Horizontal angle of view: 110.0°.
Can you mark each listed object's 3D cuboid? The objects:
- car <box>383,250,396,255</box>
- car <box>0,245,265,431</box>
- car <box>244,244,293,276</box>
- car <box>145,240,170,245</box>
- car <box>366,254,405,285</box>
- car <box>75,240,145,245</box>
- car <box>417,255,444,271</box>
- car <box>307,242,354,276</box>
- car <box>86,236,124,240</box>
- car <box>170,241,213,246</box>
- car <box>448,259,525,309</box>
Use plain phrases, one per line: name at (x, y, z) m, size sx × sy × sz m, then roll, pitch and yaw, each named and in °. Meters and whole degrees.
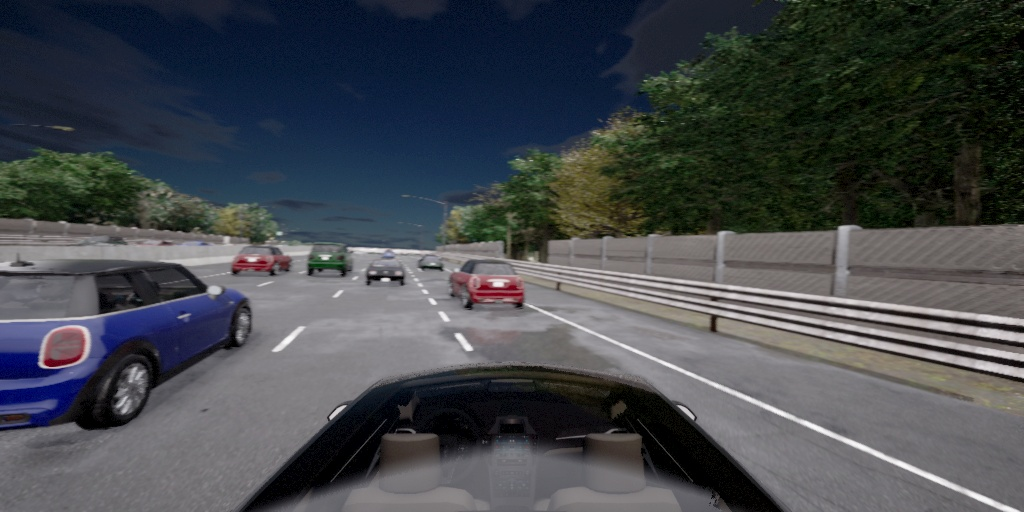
car at (-18.444, -0.201, 53.748) m, size 2.033 × 1.411 × 5.357 m, roll 2°, pitch 0°, yaw -19°
car at (-5.485, 0.814, 4.979) m, size 2.097 × 1.767 × 4.553 m, roll 2°, pitch 1°, yaw -19°
car at (-14.774, 0.169, 21.480) m, size 2.097 × 1.767 × 4.553 m, roll 2°, pitch 1°, yaw -19°
car at (-39.694, -1.056, 40.034) m, size 1.812 × 1.442 × 4.674 m, roll 2°, pitch 1°, yaw -18°
car at (-6.909, 0.812, 19.728) m, size 1.895 × 1.301 × 4.718 m, roll 2°, pitch 1°, yaw -19°
car at (-26.614, -0.157, 23.094) m, size 1.895 × 1.301 × 4.718 m, roll 2°, pitch 1°, yaw -19°
car at (-7.320, 0.573, 32.147) m, size 1.994 × 1.385 × 4.181 m, roll 2°, pitch 1°, yaw -19°
car at (-11.718, 0.154, 23.376) m, size 2.150 × 2.045 × 5.566 m, roll 2°, pitch 1°, yaw -19°
car at (-42.426, -1.325, 37.217) m, size 2.097 × 1.767 × 4.553 m, roll 2°, pitch 1°, yaw -18°
car at (-36.431, -0.969, 41.301) m, size 1.882 × 1.535 × 5.008 m, roll 2°, pitch 1°, yaw -18°
car at (-1.132, 0.904, 13.922) m, size 2.097 × 1.767 × 4.553 m, roll 2°, pitch 1°, yaw -19°
